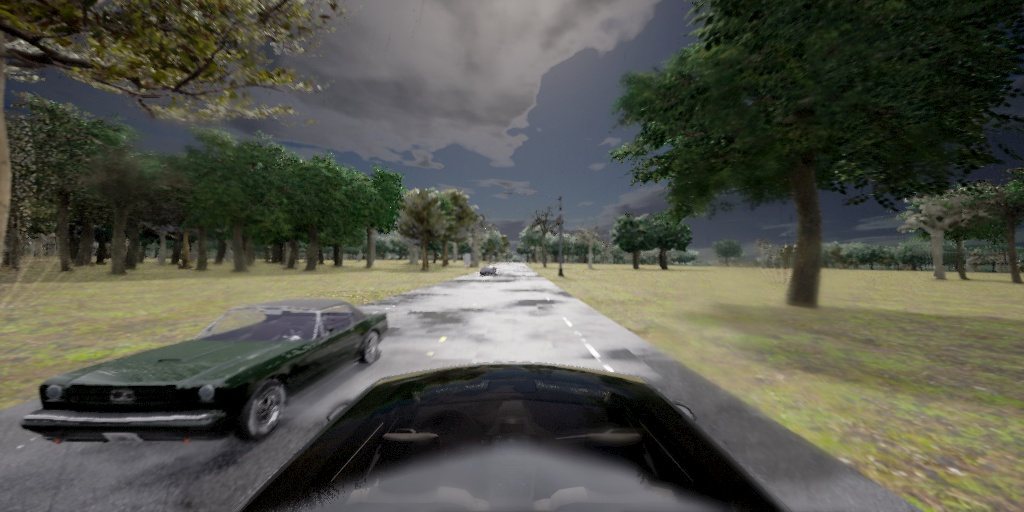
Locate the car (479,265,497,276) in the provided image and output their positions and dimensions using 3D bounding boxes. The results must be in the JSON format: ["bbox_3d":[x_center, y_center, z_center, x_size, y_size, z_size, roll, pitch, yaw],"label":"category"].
[{"bbox_3d":[-3.024,1.892,46.290,1.994,1.385,4.181,0,-1,1],"label":"car"}]

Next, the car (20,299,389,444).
[{"bbox_3d":[-3.587,1.396,5.514,1.895,1.301,4.718,0,-1,0],"label":"car"}]
